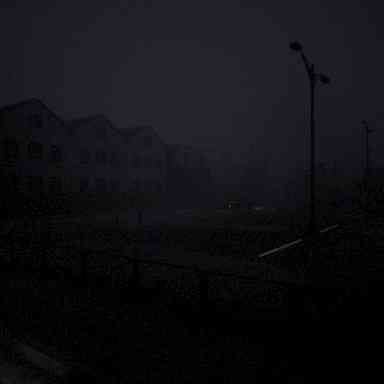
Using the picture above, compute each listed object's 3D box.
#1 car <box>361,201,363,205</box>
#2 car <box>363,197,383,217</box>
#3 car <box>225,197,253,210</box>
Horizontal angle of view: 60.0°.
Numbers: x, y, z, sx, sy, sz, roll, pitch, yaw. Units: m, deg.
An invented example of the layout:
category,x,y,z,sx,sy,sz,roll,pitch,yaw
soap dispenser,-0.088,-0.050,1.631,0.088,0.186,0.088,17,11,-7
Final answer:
category,x,y,z,sx,sy,sz,roll,pitch,yaw
car,27.472,1.511,49.065,4.674,1.442,1.812,0,0,35
car,15.422,1.298,26.809,2.007,1.523,4.514,0,0,35
car,5.632,1.313,39.493,1.837,1.490,4.892,0,0,35
